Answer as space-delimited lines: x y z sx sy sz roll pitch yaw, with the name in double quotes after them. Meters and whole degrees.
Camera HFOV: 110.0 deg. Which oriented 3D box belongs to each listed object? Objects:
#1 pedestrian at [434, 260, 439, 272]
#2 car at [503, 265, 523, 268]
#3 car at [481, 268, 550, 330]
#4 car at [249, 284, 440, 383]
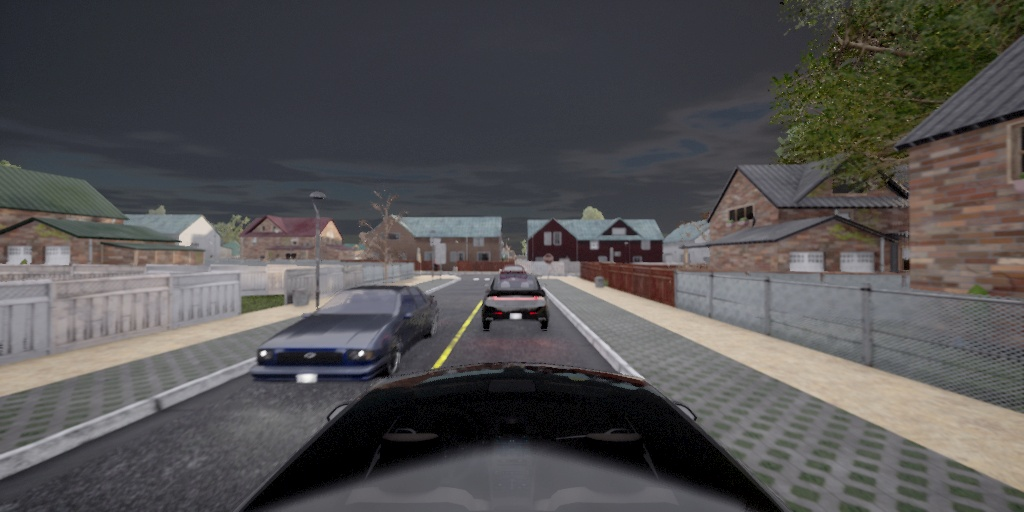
-9.354 1.042 44.350 0.375 1.860 0.375 0 -1 1 "pedestrian"
0.099 1.363 25.936 1.882 1.535 5.008 0 -1 0 "car"
0.098 1.296 11.339 2.128 1.511 4.902 0 0 0 "car"
-2.850 1.331 7.647 2.033 1.411 5.357 0 0 0 "car"
